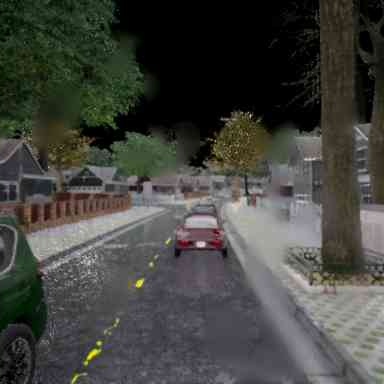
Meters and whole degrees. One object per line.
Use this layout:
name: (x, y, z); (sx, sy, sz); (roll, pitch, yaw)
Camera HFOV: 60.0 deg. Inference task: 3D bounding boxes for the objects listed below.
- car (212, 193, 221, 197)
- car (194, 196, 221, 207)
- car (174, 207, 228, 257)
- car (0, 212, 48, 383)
car: (6.430, 0.961, 86.396); (1.837, 1.490, 4.892); (0, 1, 12)
car: (1.195, 1.412, 28.659); (2.128, 1.511, 4.902); (0, 0, 4)
car: (0.358, 1.500, 12.826); (1.812, 1.442, 4.674); (0, 0, 2)
car: (-2.820, 1.215, 1.775); (2.150, 2.045, 5.566); (0, 0, 1)
